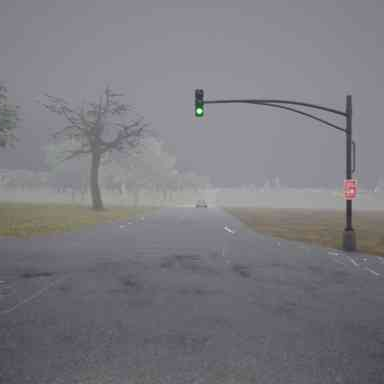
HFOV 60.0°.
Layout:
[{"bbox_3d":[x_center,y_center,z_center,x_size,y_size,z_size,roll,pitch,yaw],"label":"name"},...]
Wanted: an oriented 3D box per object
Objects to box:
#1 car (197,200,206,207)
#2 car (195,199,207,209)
[{"bbox_3d":[1.931,2.266,66.712,1.837,1.490,4.892,0,-1,2],"label":"car"},{"bbox_3d":[1.605,2.100,56.679,1.994,1.385,4.181,0,-1,2],"label":"car"}]
